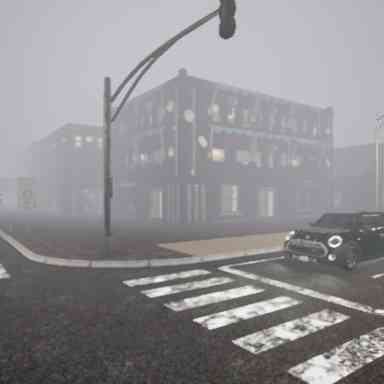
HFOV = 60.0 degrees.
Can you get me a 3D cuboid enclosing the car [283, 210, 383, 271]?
[{"bbox_3d":[5.227,1.451,11.397,4.553,1.767,2.097,1,0,-35],"label":"car"}]
